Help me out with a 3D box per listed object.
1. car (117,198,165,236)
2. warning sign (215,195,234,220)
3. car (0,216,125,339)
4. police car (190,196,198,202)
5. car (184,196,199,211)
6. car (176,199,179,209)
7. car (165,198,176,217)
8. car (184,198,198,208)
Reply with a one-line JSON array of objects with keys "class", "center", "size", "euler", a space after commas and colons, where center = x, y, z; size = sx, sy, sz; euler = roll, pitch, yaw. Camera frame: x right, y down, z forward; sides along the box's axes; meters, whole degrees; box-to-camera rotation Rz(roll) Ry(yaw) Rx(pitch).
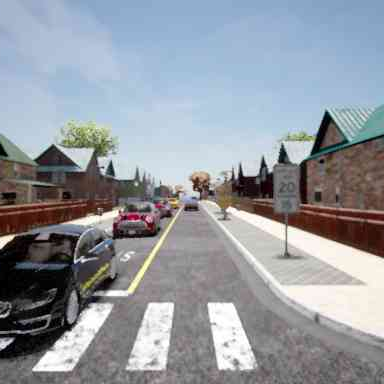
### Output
[{"class": "car", "center": [-2.904, 1.361, 18.372], "size": [2.097, 1.767, 4.553], "euler": [0, 0, 0]}, {"class": "warning sign", "center": [2.430, 1.134, 25.055], "size": [1.300, 1.860, 1.060], "euler": [-1, -1, 0]}, {"class": "car", "center": [-2.869, 1.503, 6.949], "size": [1.837, 1.490, 4.892], "euler": [0, 0, 0]}, {"class": "police car", "center": [0.540, 1.938, 90.152], "size": [1.930, 1.638, 5.238], "euler": [0, -1, 0]}, {"class": "car", "center": [-0.081, 1.643, 43.232], "size": [2.033, 1.411, 5.357], "euler": [0, 0, 0]}, {"class": "car", "center": [-2.899, 1.610, 47.566], "size": [1.882, 1.535, 5.008], "euler": [0, 0, 0]}, {"class": "car", "center": [-2.941, 1.398, 31.180], "size": [2.097, 1.767, 4.553], "euler": [0, 0, 0]}, {"class": "car", "center": [-0.165, 1.713, 52.640], "size": [1.994, 1.385, 4.181], "euler": [0, 0, 0]}]
